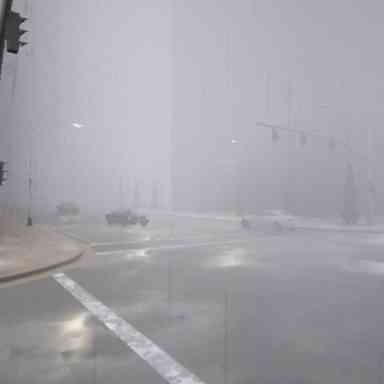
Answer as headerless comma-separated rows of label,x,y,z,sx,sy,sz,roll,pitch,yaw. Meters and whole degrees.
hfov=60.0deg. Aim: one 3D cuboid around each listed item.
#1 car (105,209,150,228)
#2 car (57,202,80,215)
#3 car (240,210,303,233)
car,-5.119,1.999,26.068,1.895,1.301,4.718,1,-1,-34
car,-15.399,2.034,41.330,1.882,1.535,5.008,1,-1,-34
car,5.436,1.945,23.039,1.812,1.442,4.674,0,-1,-36
